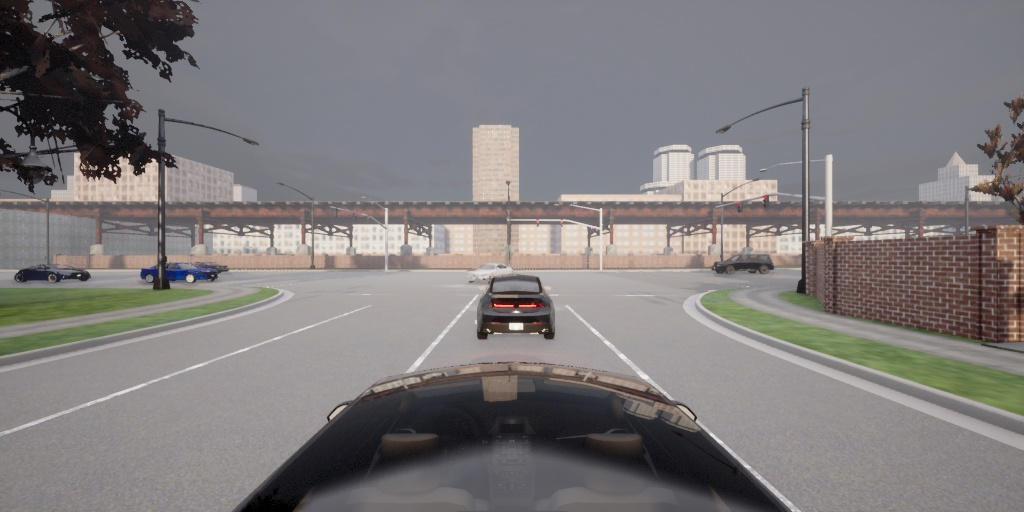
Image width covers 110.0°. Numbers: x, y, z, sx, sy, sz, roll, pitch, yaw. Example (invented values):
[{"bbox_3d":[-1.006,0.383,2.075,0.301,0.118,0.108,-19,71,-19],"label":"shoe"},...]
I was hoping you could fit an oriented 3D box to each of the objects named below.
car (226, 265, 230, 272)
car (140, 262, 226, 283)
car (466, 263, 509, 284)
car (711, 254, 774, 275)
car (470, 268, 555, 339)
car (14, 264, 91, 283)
[{"bbox_3d":[-33.268,1.297,38.199,5.357,1.411,2.033,0,0,2],"label":"car"},{"bbox_3d":[-25.226,1.228,27.291,5.008,1.535,1.882,0,0,2],"label":"car"},{"bbox_3d":[-1.517,1.261,26.611,1.812,1.442,4.674,-1,0,28],"label":"car"},{"bbox_3d":[23.553,0.835,36.664,5.566,2.045,2.150,-1,0,3],"label":"car"},{"bbox_3d":[0.093,1.256,10.060,1.837,1.490,4.892,0,0,0],"label":"car"},{"bbox_3d":[-35.254,1.314,27.600,4.181,1.385,1.994,0,0,2],"label":"car"}]
